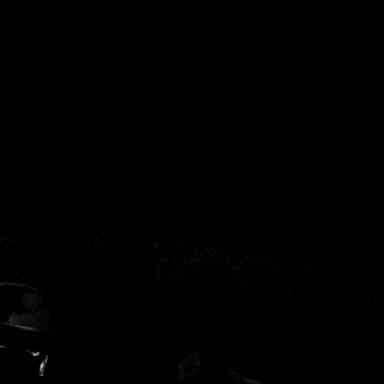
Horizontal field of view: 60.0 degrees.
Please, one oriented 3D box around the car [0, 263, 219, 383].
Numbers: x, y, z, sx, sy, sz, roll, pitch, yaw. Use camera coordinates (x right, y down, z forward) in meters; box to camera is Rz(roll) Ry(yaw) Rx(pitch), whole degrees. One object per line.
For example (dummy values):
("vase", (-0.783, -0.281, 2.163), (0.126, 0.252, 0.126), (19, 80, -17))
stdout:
("car", (-1.716, 1.600, 4.184), (4.313, 1.339, 1.947), (-1, 0, 36))
